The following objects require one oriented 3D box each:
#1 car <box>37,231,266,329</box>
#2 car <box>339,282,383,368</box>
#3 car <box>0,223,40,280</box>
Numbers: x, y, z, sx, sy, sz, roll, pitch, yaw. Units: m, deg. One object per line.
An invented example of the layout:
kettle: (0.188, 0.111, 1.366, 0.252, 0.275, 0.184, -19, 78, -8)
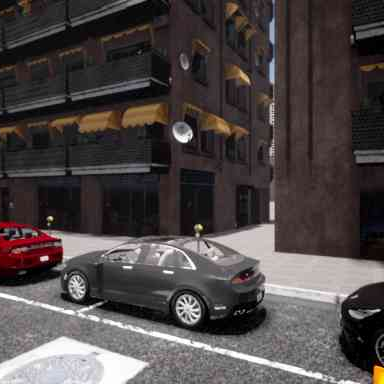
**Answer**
car: (-0.757, 1.551, 6.724, 4.403, 1.369, 2.008, 0, 0, 29)
car: (4.153, 1.566, 3.970, 4.313, 1.339, 1.947, 0, 0, 29)
car: (-5.668, 1.546, 9.479, 4.507, 1.381, 1.887, 0, 0, 29)
